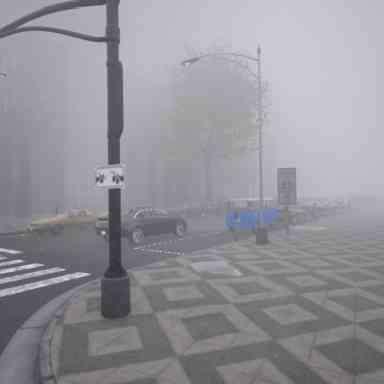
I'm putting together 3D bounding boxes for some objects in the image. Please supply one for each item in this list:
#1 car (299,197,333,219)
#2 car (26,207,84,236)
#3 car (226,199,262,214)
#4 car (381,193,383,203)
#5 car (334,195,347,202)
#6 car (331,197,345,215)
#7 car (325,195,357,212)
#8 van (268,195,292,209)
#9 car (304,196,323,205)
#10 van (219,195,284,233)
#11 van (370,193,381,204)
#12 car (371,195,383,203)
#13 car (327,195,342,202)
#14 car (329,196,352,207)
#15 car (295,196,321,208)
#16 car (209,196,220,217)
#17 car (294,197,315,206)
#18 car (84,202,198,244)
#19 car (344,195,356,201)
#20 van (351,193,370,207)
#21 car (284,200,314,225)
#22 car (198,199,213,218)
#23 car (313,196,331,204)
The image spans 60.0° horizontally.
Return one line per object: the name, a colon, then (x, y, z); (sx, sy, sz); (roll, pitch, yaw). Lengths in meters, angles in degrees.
car: (9.729, 1.385, 27.163); (1.887, 1.381, 4.507); (-1, 0, 36)
car: (-6.772, 1.564, 18.843); (1.752, 1.417, 4.829); (-1, 0, 36)
car: (5.695, 1.529, 36.148); (2.008, 1.369, 4.403); (-1, 0, 36)
car: (31.969, 1.274, 58.053); (1.752, 1.417, 4.829); (-1, -1, 36)
car: (33.187, 1.416, 74.331); (1.887, 1.381, 4.507); (-1, -1, 36)
car: (12.893, 1.408, 31.557); (1.802, 1.307, 4.206); (-1, 0, 36)
car: (16.055, 1.363, 35.949); (2.008, 1.369, 4.403); (-1, 0, 36)
van: (11.873, 1.292, 44.734); (1.690, 1.788, 3.998); (-1, 0, 36)
car: (21.047, 1.440, 57.471); (1.752, 1.417, 4.829); (-1, -1, 36)
van: (3.401, 1.213, 18.379); (1.690, 1.788, 3.998); (-1, 0, 36)
van: (28.704, 1.102, 53.524); (1.690, 1.788, 3.998); (-1, -1, 36)
car: (35.033, 1.304, 62.308); (1.947, 1.339, 4.313); (-1, -1, 36)
car: (30.005, 1.432, 69.913); (2.008, 1.369, 4.403); (-1, -1, 36)
car: (21.820, 1.376, 48.686); (2.033, 1.411, 5.357); (-1, -1, 36)
car: (15.977, 1.386, 45.707); (2.128, 1.511, 4.902); (-1, -1, 36)
car: (2.602, 1.307, 31.857); (2.192, 1.841, 5.009); (-1, 0, 36)
car: (18.056, 1.492, 53.316); (1.947, 1.339, 4.313); (-1, 0, 36)
car: (-2.156, 1.429, 15.387); (2.128, 1.511, 4.902); (-1, -1, 36)
car: (39.549, 1.401, 83.168); (2.008, 1.369, 4.403); (-1, -1, 36)
van: (22.378, 1.127, 44.737); (1.690, 1.788, 3.998); (-1, 0, 36)
car: (6.567, 1.422, 22.770); (1.947, 1.339, 4.313); (-1, 0, 36)
car: (-0.485, 1.552, 27.563); (1.887, 1.381, 4.507); (-1, 0, 36)
car: (24.237, 1.453, 61.901); (2.008, 1.369, 4.403); (-1, -1, 36)
